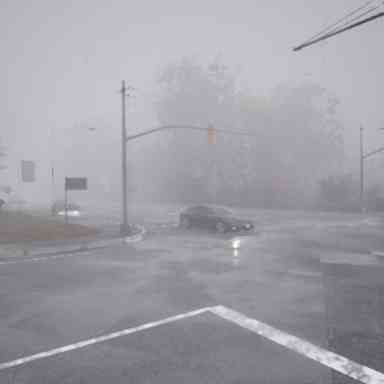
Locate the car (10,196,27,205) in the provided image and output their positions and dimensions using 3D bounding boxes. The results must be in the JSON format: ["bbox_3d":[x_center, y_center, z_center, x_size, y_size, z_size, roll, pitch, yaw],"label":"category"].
[{"bbox_3d":[-29.503,1.365,56.396,1.882,1.535,5.008,-1,1,-39],"label":"car"}]

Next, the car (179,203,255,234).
[{"bbox_3d":[1.218,1.411,18.092,1.837,1.490,4.892,-1,1,-39],"label":"car"}]

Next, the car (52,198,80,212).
[{"bbox_3d":[-14.178,1.426,37.288,1.994,1.385,4.181,-1,1,-39],"label":"car"}]
